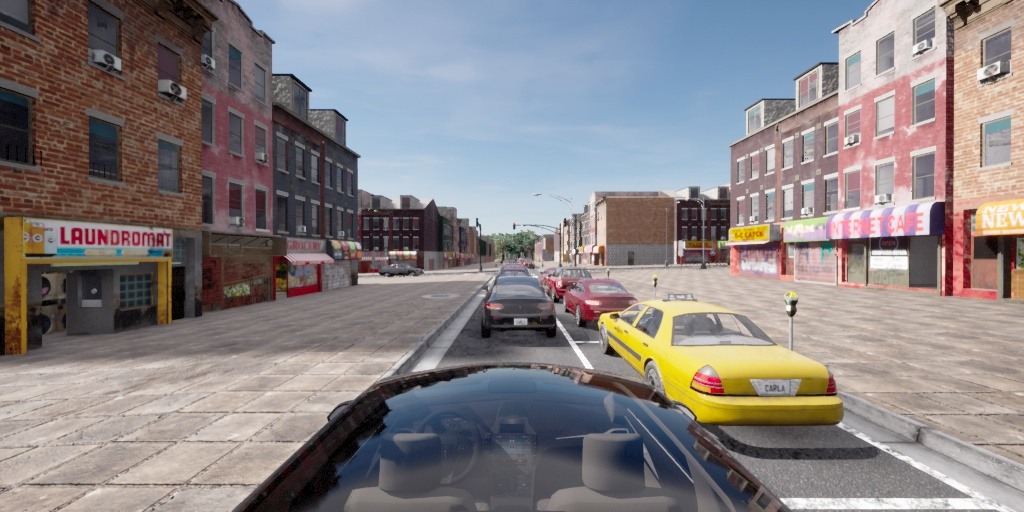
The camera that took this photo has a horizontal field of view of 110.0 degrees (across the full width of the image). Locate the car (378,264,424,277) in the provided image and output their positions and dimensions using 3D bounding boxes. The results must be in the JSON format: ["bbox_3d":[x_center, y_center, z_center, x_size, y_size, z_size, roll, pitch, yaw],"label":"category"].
[{"bbox_3d":[-12.214,1.624,39.659,4.902,1.511,2.128,-2,0,0],"label":"car"}]

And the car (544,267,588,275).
[{"bbox_3d":[2.658,1.195,16.658,1.967,1.591,4.097,0,0,0],"label":"car"}]

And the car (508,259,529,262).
[{"bbox_3d":[0.101,1.248,27.093,1.882,1.535,5.008,0,0,0],"label":"car"}]

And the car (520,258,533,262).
[{"bbox_3d":[2.720,1.316,59.465,1.967,1.591,4.097,0,0,0],"label":"car"}]

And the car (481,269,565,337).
[{"bbox_3d":[0.117,1.277,10.170,1.812,1.442,4.674,0,0,-2],"label":"car"}]

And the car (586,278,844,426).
[{"bbox_3d":[2.642,1.275,5.895,1.751,1.417,4.829,0,0,0],"label":"car"}]

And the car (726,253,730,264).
[{"bbox_3d":[26.818,0.276,39.677,5.566,2.045,2.150,-1,0,0],"label":"car"}]

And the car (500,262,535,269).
[{"bbox_3d":[0.111,1.248,17.532,2.128,1.511,4.902,0,0,0],"label":"car"}]

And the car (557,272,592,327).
[{"bbox_3d":[2.650,1.334,11.192,1.802,1.307,4.207,0,0,0],"label":"car"}]
